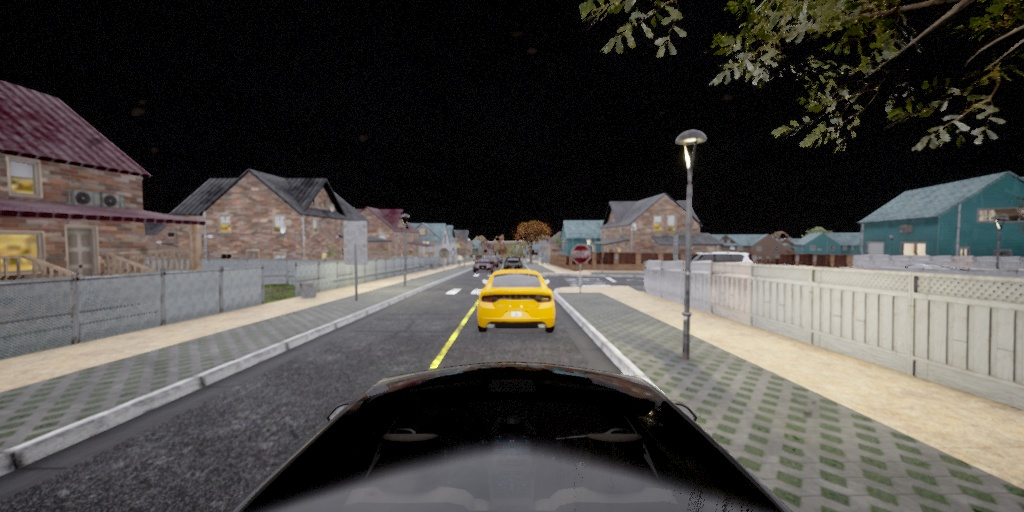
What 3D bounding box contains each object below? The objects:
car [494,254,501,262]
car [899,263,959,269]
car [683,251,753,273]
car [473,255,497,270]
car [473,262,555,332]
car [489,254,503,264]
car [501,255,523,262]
[{"bbox_3d":[-2.809,0.609,47.470,2.097,1.767,4.553,0,0,0],"label":"car"},{"bbox_3d":[25.512,1.183,22.319,4.674,1.442,1.812,1,3,15],"label":"car"},{"bbox_3d":[13.405,0.715,24.651,5.566,2.045,2.150,1,3,8],"label":"car"},{"bbox_3d":[-2.828,0.913,36.495,1.994,1.385,4.181,0,1,0],"label":"car"},{"bbox_3d":[0.117,1.113,10.428,1.882,1.535,5.008,0,1,0],"label":"car"},{"bbox_3d":[-2.742,0.513,62.350,2.097,1.767,4.553,0,0,1],"label":"car"},{"bbox_3d":[0.122,0.844,37.584,1.837,1.490,4.892,0,1,0],"label":"car"}]
